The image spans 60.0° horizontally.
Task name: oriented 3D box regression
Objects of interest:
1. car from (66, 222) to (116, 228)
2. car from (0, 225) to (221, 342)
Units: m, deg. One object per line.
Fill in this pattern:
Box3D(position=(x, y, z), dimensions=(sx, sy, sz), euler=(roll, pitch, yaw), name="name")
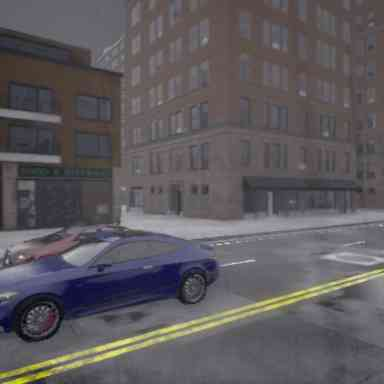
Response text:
Box3D(position=(-3.002, 1.570, 9.530), dimensions=(4.181, 1.385, 1.994), euler=(0, 0, -36), name="car")
Box3D(position=(-1.526, 1.531, 6.594), dimensions=(4.674, 1.442, 1.812), euler=(0, 0, -36), name="car")
